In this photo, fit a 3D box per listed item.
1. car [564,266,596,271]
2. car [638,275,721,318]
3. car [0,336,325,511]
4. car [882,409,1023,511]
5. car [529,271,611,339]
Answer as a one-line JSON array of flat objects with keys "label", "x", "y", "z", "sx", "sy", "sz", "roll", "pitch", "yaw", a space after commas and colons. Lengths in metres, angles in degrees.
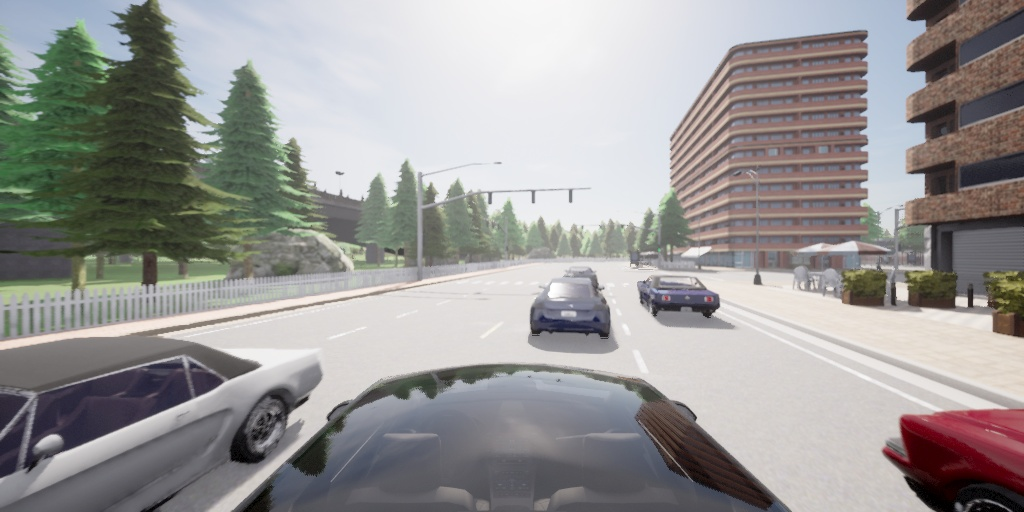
[{"label": "car", "x": 3.993, "y": 1.269, "z": 21.005, "sx": 1.994, "sy": 1.385, "sz": 4.181, "roll": 0, "pitch": 0, "yaw": 13}, {"label": "car", "x": 5.788, "y": 1.331, "z": 13.068, "sx": 1.895, "sy": 1.301, "sz": 4.718, "roll": 0, "pitch": 0, "yaw": 12}, {"label": "car", "x": -3.385, "y": 1.343, "z": 2.221, "sx": 1.895, "sy": 1.301, "sz": 4.718, "roll": 0, "pitch": 0, "yaw": 4}, {"label": "car", "x": 3.764, "y": 1.361, "z": 0.525, "sx": 1.895, "sy": 1.301, "sz": 4.718, "roll": 0, "pitch": 0, "yaw": -1}, {"label": "car", "x": 1.685, "y": 1.294, "z": 10.215, "sx": 1.994, "sy": 1.385, "sz": 4.181, "roll": 0, "pitch": 0, "yaw": 11}]
